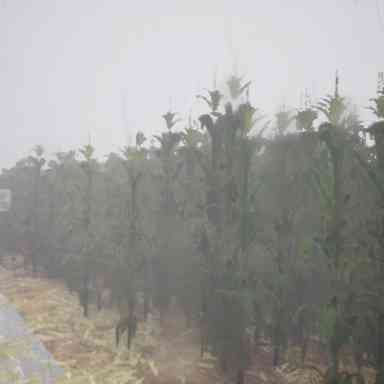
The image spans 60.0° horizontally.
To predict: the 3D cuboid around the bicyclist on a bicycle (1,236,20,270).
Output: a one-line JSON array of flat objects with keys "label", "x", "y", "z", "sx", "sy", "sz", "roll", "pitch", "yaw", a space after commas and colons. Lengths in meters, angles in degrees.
[{"label": "bicyclist on a bicycle", "x": -5.278, "y": 1.681, "z": 10.859, "sx": 1.656, "sy": 1.620, "sz": 0.582, "roll": 2, "pitch": -2, "yaw": -39}]
